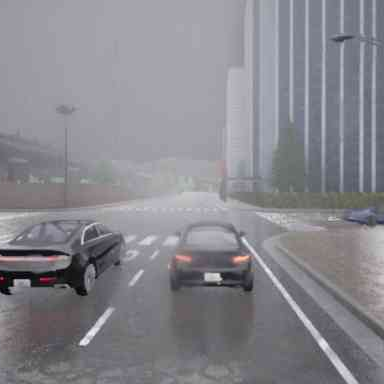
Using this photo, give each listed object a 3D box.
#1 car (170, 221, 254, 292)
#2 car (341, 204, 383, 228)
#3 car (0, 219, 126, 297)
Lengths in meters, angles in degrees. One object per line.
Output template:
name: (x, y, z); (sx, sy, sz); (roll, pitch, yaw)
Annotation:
car: (0.475, 1.479, 8.731); (1.812, 1.442, 4.674); (0, 0, 2)
car: (12.499, 1.494, 21.193); (5.357, 1.411, 2.033); (0, 0, 8)
car: (-3.021, 1.442, 8.482); (2.128, 1.511, 4.902); (0, 0, 2)
